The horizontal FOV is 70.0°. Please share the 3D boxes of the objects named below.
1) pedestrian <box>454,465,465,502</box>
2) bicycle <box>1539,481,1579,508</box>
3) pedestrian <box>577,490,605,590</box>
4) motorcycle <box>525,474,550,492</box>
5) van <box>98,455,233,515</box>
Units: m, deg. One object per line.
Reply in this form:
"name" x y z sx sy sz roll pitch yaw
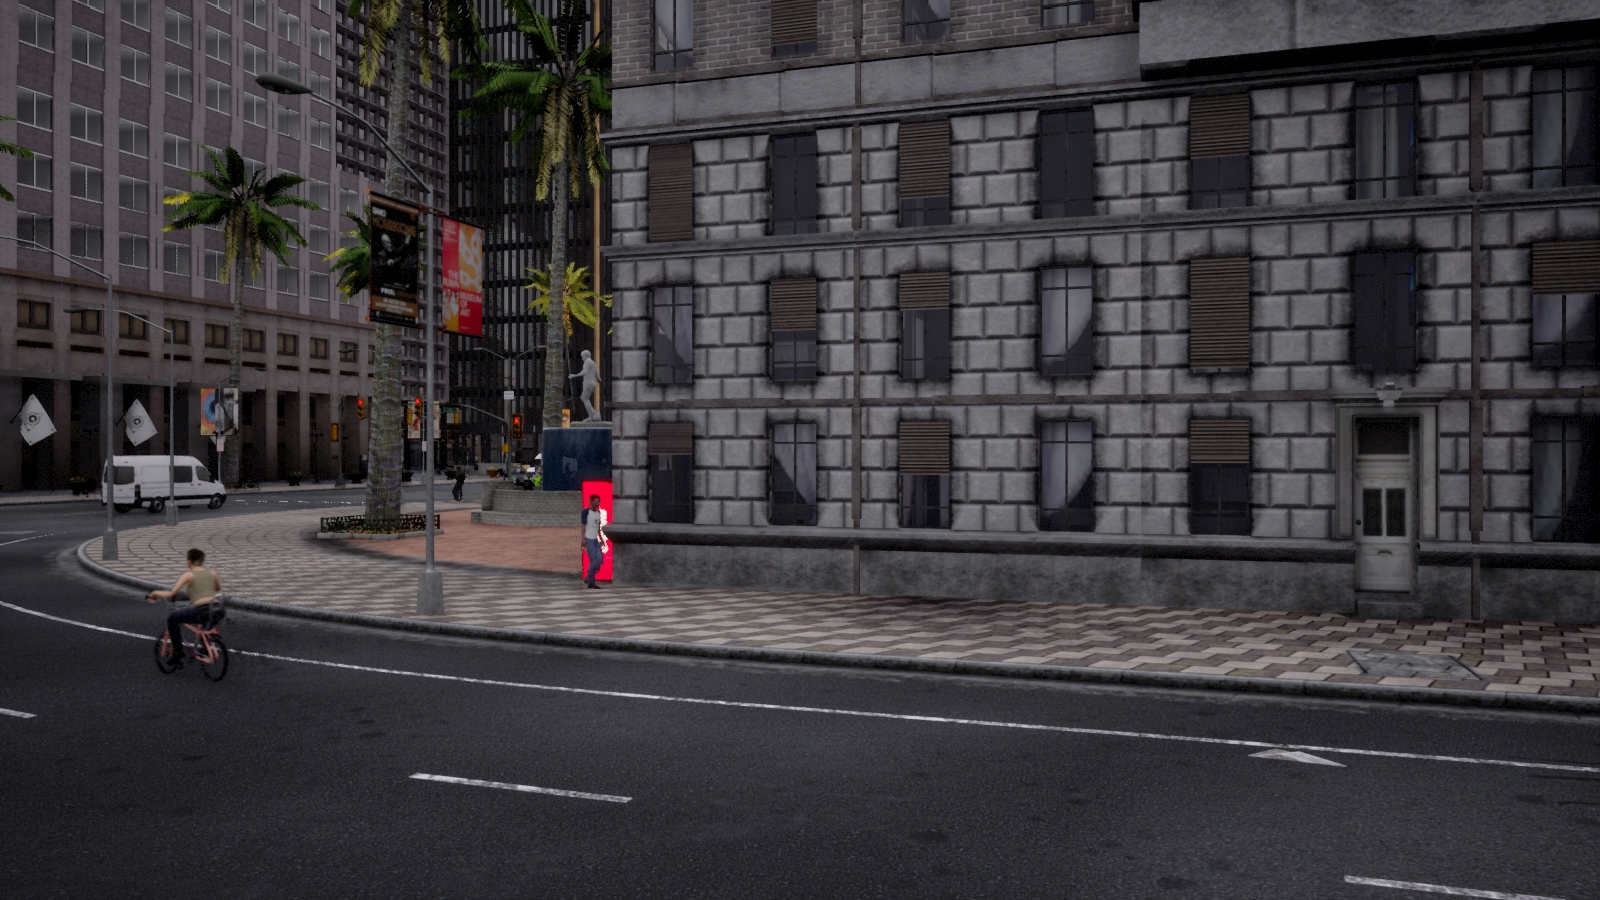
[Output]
"pedestrian" -17.207 1.696 57.794 0.375 1.860 0.375 0 0 17
"bicycle" 38.818 2.271 58.469 0.329 1.171 1.835 7 3 -12
"pedestrian" -3.963 1.696 21.667 0.375 1.860 0.375 0 0 23
"motorcycle" -17.703 2.213 76.981 0.803 1.145 2.033 0 0 -38
"van" -29.048 1.535 52.560 1.988 2.561 5.915 0 0 13
